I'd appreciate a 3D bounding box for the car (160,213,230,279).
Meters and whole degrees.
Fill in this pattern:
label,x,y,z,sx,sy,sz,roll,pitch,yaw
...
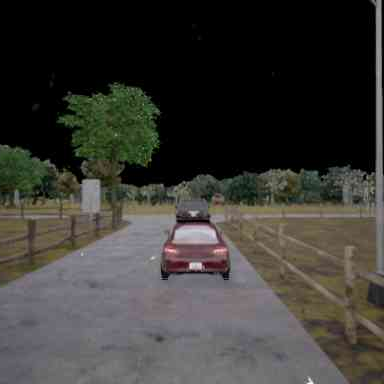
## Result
label,x,y,z,sx,sy,sz,roll,pitch,yaw
car,0.091,1.602,10.169,1.812,1.442,4.674,0,0,0

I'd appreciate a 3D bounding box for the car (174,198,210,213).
label,x,y,z,sx,sy,sz,roll,pitch,yaw
car,0.041,1.422,21.708,2.150,2.045,5.566,0,-1,-1
